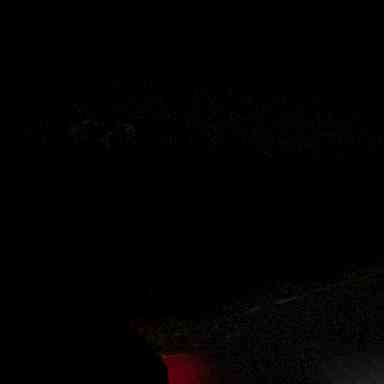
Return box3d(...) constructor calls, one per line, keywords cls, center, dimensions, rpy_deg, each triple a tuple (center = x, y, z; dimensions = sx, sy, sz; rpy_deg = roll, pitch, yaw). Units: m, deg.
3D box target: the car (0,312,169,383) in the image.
box3d(cls="car", center=(-2.588, 1.559, 1.600), dimensions=(5.357, 1.411, 2.033), rpy_deg=(0, 0, -37))
